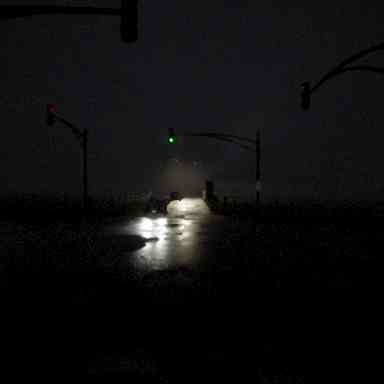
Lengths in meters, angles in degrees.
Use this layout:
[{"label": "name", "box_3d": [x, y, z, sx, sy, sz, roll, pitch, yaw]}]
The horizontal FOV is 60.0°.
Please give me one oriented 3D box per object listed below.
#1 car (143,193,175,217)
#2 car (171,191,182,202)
[{"label": "car", "box_3d": [-2.781, 1.134, 26.768, 2.128, 1.511, 4.902, 0, 1, 0]}, {"label": "car", "box_3d": [-2.706, 0.633, 53.420, 2.097, 1.767, 4.553, 0, 1, 0]}]
